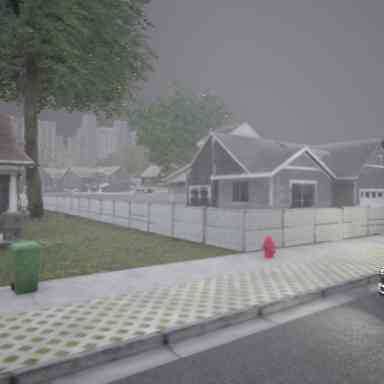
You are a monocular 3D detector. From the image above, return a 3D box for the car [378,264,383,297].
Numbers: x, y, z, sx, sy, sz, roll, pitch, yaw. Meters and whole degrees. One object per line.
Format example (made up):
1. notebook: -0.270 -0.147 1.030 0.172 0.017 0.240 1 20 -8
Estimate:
1. car: 6.007 1.566 7.350 4.892 1.490 1.837 0 0 -35
